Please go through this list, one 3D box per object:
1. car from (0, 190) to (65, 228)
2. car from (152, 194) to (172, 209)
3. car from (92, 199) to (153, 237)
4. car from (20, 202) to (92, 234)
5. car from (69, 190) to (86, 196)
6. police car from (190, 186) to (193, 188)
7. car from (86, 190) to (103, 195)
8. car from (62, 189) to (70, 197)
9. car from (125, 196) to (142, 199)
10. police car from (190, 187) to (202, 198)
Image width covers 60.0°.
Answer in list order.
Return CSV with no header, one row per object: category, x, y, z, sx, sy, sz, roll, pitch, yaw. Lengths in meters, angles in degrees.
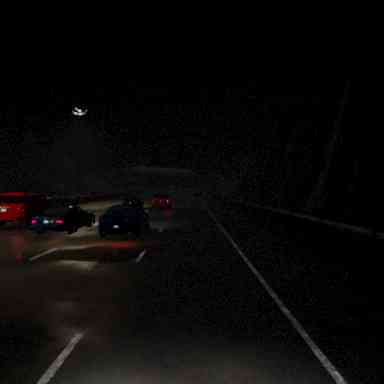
car,-10.390,1.080,21.162,2.150,2.045,5.566,0,1,0
car,-3.403,0.980,38.131,2.097,1.767,4.553,0,1,0
car,-3.401,1.374,17.336,1.882,1.535,5.008,0,1,0
car,-6.901,1.436,18.249,2.033,1.411,5.357,0,1,0
car,-24.506,0.284,72.729,1.895,1.301,4.718,0,2,0
police car,1.043,-0.131,85.254,1.930,1.638,5.238,0,2,0
car,-21.006,0.284,72.729,1.895,1.301,4.718,0,2,0
car,-28.006,0.188,72.756,1.837,1.490,4.892,0,2,0
car,-6.903,1.180,38.887,1.994,1.385,4.181,0,1,0
police car,1.044,0.359,69.245,1.930,1.638,5.238,0,2,0
